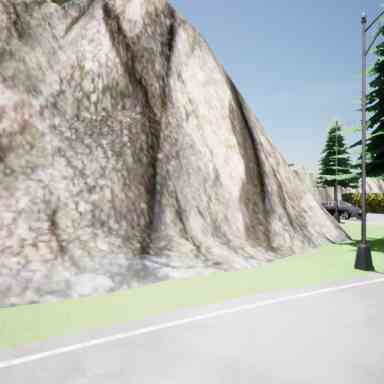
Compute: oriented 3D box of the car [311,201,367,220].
[{"bbox_3d":[12.368,1.491,28.302,2.128,1.511,4.902,0,0,-26],"label":"car"}]
